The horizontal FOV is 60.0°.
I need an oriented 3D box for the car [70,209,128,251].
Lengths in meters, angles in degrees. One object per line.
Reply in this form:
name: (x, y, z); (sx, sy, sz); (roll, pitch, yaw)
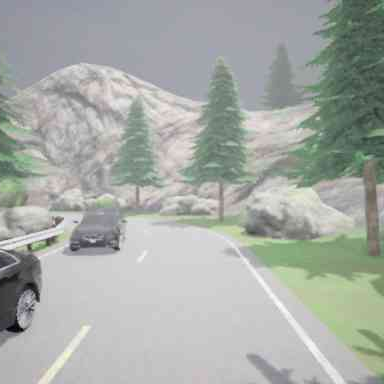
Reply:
car: (-3.837, 1.521, 14.289); (1.837, 1.490, 4.892); (0, 0, -7)

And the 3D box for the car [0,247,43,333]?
car: (-3.595, 1.493, 4.043); (2.128, 1.511, 4.902); (0, 0, 0)
